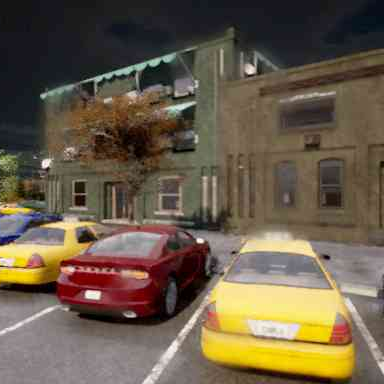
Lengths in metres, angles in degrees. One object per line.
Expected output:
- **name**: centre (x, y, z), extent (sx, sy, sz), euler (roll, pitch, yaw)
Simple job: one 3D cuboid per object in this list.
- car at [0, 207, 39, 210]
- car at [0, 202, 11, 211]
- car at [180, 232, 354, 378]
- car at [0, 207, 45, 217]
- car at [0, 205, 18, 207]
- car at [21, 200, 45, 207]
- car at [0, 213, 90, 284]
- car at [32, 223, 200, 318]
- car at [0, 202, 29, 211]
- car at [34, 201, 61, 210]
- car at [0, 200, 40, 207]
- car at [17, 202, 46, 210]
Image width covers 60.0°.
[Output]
- **car**: centre (-8.116, 1.518, 12.764), extent (2.163, 1.488, 4.792), euler (0, -1, 16)
- **car**: centre (-35.074, 2.521, 59.114), extent (4.892, 1.521, 2.231), euler (0, -2, 15)
- **car**: centre (1.556, 1.487, 6.039), extent (1.946, 1.575, 5.366), euler (0, -1, 16)
- **car**: centre (-5.718, 1.488, 11.019), extent (2.097, 1.535, 5.008), euler (1, -1, 16)
- **car**: centre (-10.529, 1.490, 14.459), extent (2.231, 1.521, 4.892), euler (1, -1, 16)
- **car**: centre (-21.804, 2.154, 46.389), extent (5.566, 2.045, 2.435), euler (1, -1, 15)
- **car**: centre (-3.260, 1.487, 9.477), extent (1.946, 1.575, 5.366), euler (0, -1, 16)
- **car**: centre (-0.889, 1.487, 7.576), extent (2.097, 1.535, 5.008), euler (0, -1, 15)
- **car**: centre (-33.325, 2.620, 61.945), extent (5.366, 1.575, 1.946), euler (0, -2, 15)
- **car**: centre (-29.306, 2.703, 67.488), extent (4.553, 1.767, 2.185), euler (0, -2, 15)
- **car**: centre (-23.391, 2.300, 43.862), extent (5.366, 1.575, 1.946), euler (2, -2, 15)
- **car**: centre (-31.182, 2.755, 64.685), extent (4.792, 1.488, 2.163), euler (0, -2, 15)
